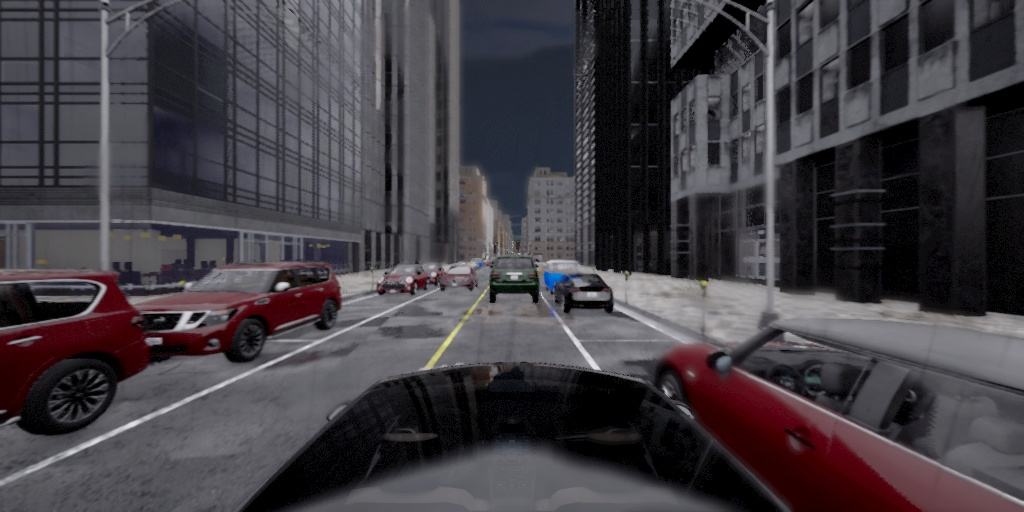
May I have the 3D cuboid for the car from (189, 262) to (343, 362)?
[{"bbox_3d":[-5.859,1.071,8.376,2.192,1.841,5.009,0,0,0],"label":"car"}]

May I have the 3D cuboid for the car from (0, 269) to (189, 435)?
[{"bbox_3d":[-5.858,1.066,2.737,2.192,1.841,5.009,0,0,0],"label":"car"}]

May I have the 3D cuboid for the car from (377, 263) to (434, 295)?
[{"bbox_3d":[-5.860,1.212,19.655,1.967,1.591,4.097,0,0,0],"label":"car"}]

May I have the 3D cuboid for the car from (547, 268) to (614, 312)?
[{"bbox_3d":[2.666,1.327,14.002,1.948,1.339,4.313,0,0,0],"label":"car"}]

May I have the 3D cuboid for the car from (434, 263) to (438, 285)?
[{"bbox_3d":[-5.860,1.223,25.293,1.967,1.591,4.097,0,0,0],"label":"car"}]

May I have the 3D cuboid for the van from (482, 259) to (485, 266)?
[{"bbox_3d":[-5.862,1.222,59.134,1.690,1.789,3.998,0,0,0],"label":"van"}]

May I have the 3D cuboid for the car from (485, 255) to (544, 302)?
[{"bbox_3d":[0.096,0.985,17.157,2.150,2.045,5.566,0,0,0],"label":"car"}]

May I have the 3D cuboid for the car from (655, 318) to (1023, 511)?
[{"bbox_3d":[2.667,1.190,2.724,1.967,1.591,4.097,0,0,0],"label":"car"}]

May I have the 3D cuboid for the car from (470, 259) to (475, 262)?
[{"bbox_3d":[-5.865,1.359,42.006,1.751,1.417,4.829,0,0,1],"label":"car"}]

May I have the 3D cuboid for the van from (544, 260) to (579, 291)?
[{"bbox_3d":[2.666,1.112,19.640,1.690,1.789,3.998,0,0,0],"label":"van"}]

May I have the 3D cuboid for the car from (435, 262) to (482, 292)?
[{"bbox_3d":[-3.089,1.301,21.662,1.812,1.442,4.674,0,0,0],"label":"car"}]

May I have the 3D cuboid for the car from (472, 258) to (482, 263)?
[{"bbox_3d":[-5.863,1.393,53.322,1.751,1.417,4.829,0,0,0],"label":"car"}]
